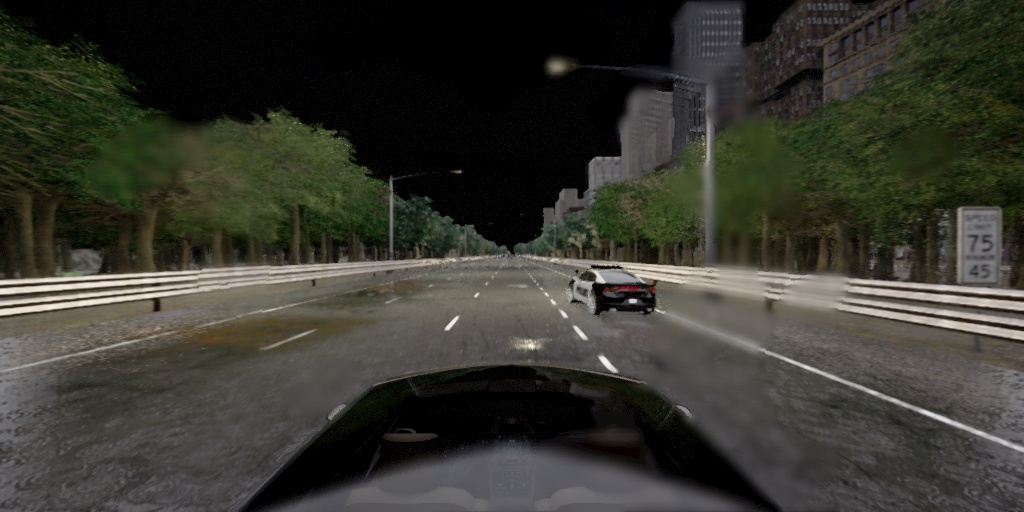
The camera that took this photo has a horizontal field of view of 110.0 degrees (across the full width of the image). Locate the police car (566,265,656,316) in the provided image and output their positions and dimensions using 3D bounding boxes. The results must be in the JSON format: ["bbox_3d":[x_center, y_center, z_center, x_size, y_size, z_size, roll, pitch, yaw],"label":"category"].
[{"bbox_3d":[3.414,1.144,13.368,1.930,1.638,5.238,1,0,-5],"label":"police car"}]
